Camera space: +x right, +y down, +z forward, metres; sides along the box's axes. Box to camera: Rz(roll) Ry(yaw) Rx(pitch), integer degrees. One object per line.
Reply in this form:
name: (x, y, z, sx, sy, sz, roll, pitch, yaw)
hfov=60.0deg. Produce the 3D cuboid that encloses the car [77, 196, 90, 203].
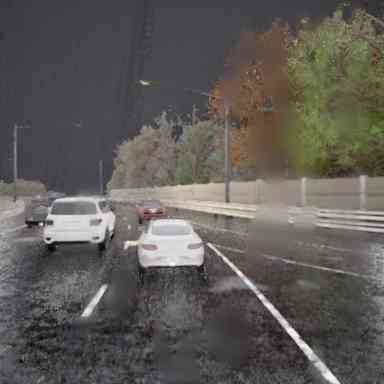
car: (-22.497, 1.481, 68.878, 1.812, 1.442, 4.674, 0, 0, -25)

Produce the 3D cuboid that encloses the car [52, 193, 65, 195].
car: (-27.331, 1.196, 67.518, 2.150, 2.045, 5.566, 0, 0, -41)

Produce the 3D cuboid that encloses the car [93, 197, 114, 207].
car: (-14.419, 1.592, 54.096, 2.128, 1.511, 4.902, 0, 0, -28)

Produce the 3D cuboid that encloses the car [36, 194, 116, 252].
car: (-4.574, 1.250, 14.274, 2.150, 2.045, 5.566, 0, 0, -8)

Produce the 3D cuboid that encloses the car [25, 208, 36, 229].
car: (-9.598, 1.654, 22.344, 1.895, 1.301, 4.718, 0, 0, -12)

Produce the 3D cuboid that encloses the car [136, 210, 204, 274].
car: (-0.727, 1.538, 10.595, 1.812, 1.442, 4.674, 0, 0, -6)

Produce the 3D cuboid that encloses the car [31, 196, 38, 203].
car: (-30.065, 1.503, 65.335, 2.128, 1.511, 4.902, 0, 0, -41)

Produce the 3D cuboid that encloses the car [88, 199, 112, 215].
car: (-10.099, 1.560, 36.300, 2.128, 1.511, 4.902, 0, 0, -20)

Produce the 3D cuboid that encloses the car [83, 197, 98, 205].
car: (-19.277, 1.651, 62.872, 1.812, 1.442, 4.674, 0, 0, -29)

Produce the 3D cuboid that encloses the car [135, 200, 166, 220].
car: (-3.217, 1.387, 25.516, 2.097, 1.767, 4.553, 0, 0, -13)
